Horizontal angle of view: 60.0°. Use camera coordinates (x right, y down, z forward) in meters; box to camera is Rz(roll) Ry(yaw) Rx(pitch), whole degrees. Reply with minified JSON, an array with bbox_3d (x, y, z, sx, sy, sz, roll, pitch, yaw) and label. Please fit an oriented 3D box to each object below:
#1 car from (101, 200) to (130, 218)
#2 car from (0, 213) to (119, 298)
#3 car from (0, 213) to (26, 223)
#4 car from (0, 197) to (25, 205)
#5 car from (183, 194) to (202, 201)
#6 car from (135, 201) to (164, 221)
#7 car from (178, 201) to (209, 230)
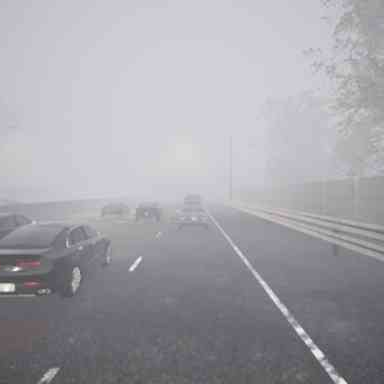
[{"bbox_3d":[-6.910,1.494,30.322,2.128,1.511,4.902,0,0,0],"label":"car"},{"bbox_3d":[-3.401,1.505,8.519,1.837,1.490,4.892,0,0,0],"label":"car"},{"bbox_3d":[-6.902,1.478,11.959,1.882,1.535,5.008,0,0,0],"label":"car"},{"bbox_3d":[-17.594,1.497,31.658,2.128,1.511,4.902,0,0,0],"label":"car"},{"bbox_3d":[0.086,1.228,41.643,2.150,2.045,5.566,0,0,0],"label":"car"},{"bbox_3d":[-3.408,1.479,27.311,1.882,1.535,5.008,0,0,0],"label":"car"},{"bbox_3d":[0.093,1.547,21.128,2.033,1.411,5.357,0,0,0],"label":"car"}]
